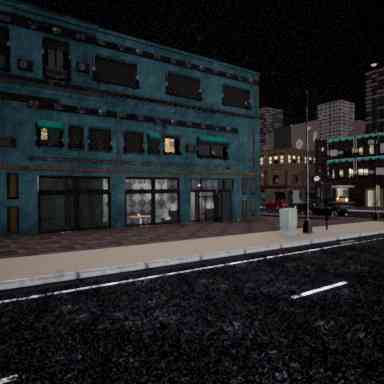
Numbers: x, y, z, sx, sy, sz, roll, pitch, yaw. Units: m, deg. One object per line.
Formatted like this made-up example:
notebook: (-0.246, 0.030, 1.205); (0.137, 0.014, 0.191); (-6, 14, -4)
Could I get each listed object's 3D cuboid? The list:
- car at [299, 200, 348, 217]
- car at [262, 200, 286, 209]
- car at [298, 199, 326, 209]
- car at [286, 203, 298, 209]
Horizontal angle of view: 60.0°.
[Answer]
car: (13.531, 1.809, 33.664); (1.947, 1.339, 4.313); (-2, 0, -35)
car: (12.443, 1.897, 49.903); (1.802, 1.307, 4.206); (-2, 0, -35)
car: (14.626, 1.589, 36.820); (2.097, 1.767, 4.553); (-1, 0, -35)
car: (15.643, 1.803, 45.387); (2.008, 1.369, 4.403); (-2, 0, -35)
